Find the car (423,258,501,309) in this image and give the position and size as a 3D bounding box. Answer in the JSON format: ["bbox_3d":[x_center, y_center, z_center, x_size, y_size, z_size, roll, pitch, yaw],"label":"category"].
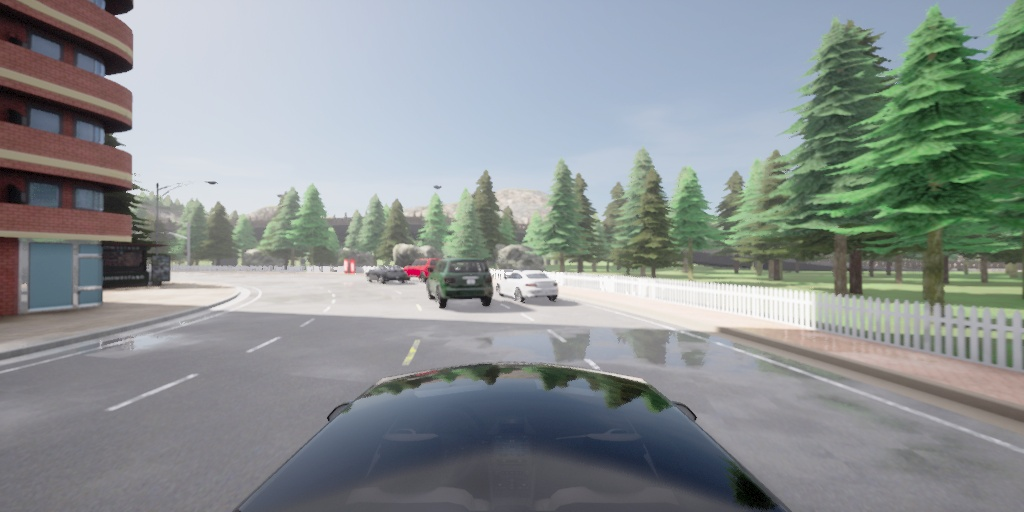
[{"bbox_3d":[-2.479,1.105,16.236,2.150,2.045,5.566,0,0,-20],"label":"car"}]

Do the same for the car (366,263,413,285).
[{"bbox_3d":[-10.550,1.518,29.834,2.128,1.511,4.902,0,-1,-41],"label":"car"}]

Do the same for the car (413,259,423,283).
[{"bbox_3d":[-7.719,1.258,31.932,2.150,2.045,5.566,0,-1,-41],"label":"car"}]

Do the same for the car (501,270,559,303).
[{"bbox_3d":[0.681,1.424,17.740,1.812,1.442,4.674,0,0,-20],"label":"car"}]

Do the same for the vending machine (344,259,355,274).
[{"bbox_3d":[-21.255,1.394,46.878,0.880,2.100,1.100,0,0,25],"label":"vending machine"}]
